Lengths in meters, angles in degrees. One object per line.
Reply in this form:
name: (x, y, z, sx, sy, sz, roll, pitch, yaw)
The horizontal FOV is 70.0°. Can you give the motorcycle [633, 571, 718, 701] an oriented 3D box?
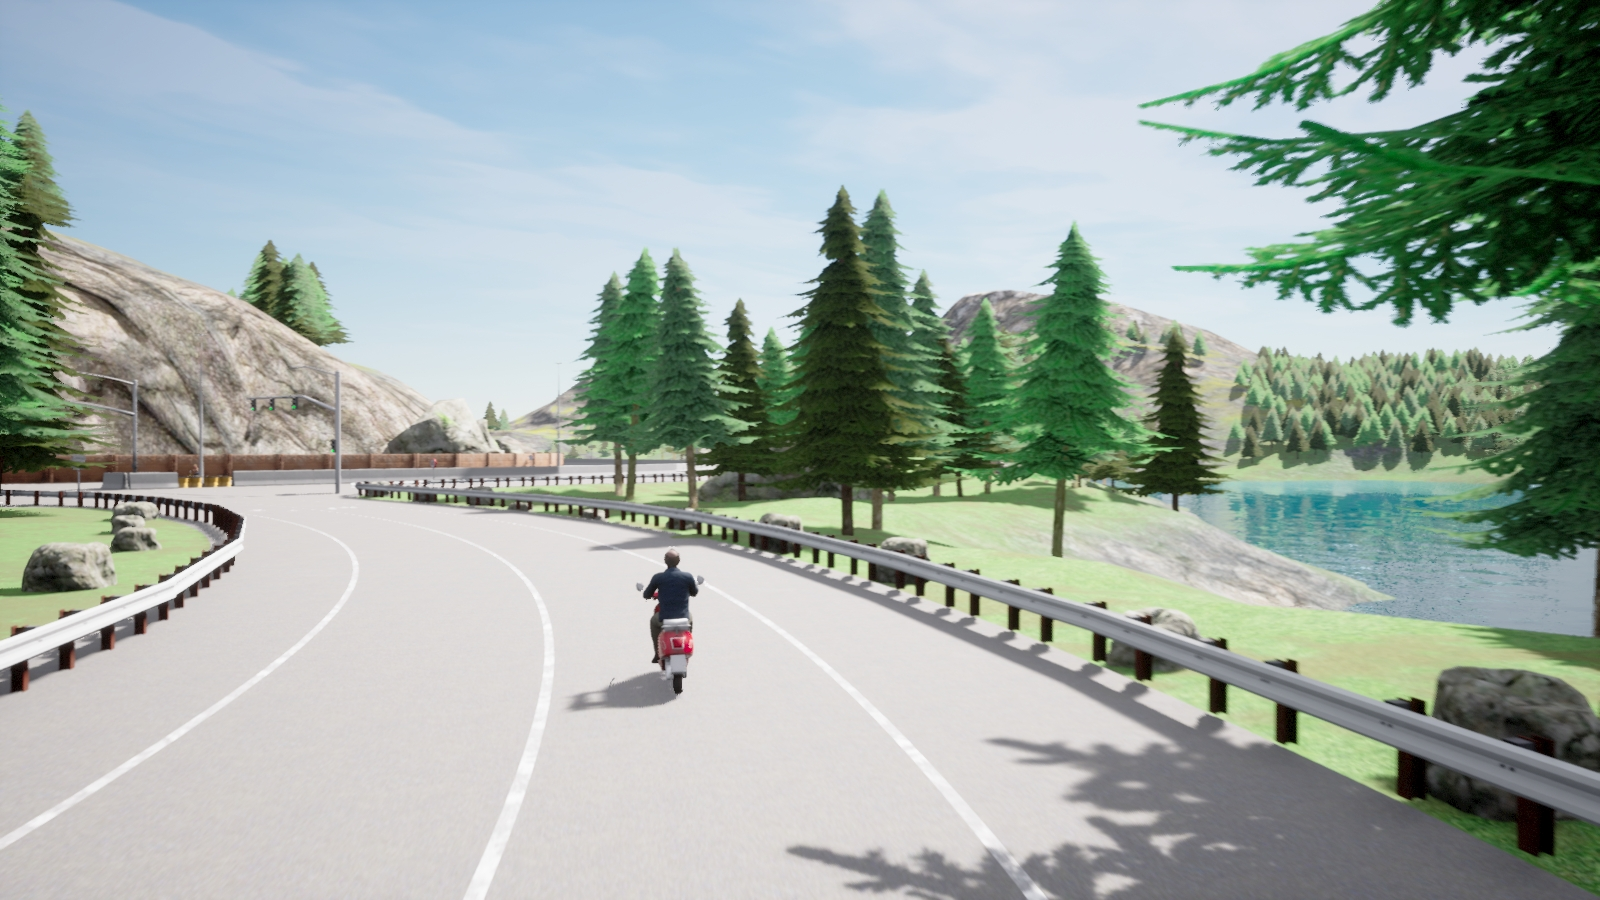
motorcycle: (-1.529, 2.183, 13.735, 0.856, 1.236, 1.805, -1, 0, -11)
